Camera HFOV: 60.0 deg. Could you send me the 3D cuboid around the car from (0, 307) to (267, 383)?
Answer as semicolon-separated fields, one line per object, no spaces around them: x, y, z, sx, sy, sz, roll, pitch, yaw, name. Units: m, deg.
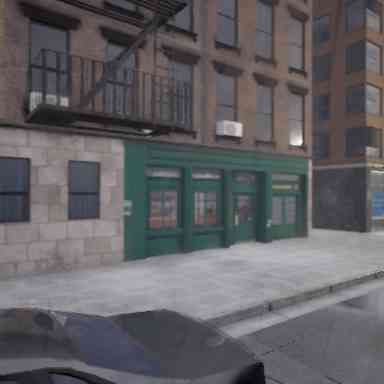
-1.866;1.548;1.722;5.357;1.411;2.033;0;0;-35;car
